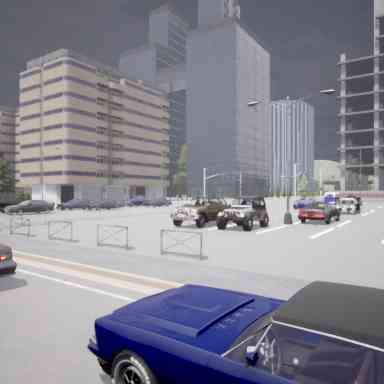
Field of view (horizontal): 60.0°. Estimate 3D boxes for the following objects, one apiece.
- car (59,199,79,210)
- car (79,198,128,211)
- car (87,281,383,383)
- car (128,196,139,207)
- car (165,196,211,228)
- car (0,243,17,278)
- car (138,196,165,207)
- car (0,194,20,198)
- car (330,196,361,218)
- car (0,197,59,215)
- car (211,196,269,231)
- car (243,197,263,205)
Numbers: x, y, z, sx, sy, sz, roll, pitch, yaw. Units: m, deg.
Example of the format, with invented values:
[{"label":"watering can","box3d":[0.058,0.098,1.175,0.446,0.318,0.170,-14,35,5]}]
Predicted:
[{"label":"car","box3d":[-14.522,1.547,42.513,2.033,1.411,5.357,0,0,34]},{"label":"car","box3d":[-10.954,1.547,41.538,2.033,1.411,5.357,0,0,34]},{"label":"car","box3d":[1.154,1.601,3.167,4.718,1.301,1.895,0,0,35]},{"label":"car","box3d":[-8.846,1.352,50.909,2.097,1.767,4.553,0,0,35]},{"label":"car","box3d":[0.675,1.153,20.922,1.932,1.855,4.605,0,0,34]},{"label":"car","box3d":[-6.692,1.547,8.682,5.357,1.411,2.033,0,0,35]},{"label":"car","box3d":[-5.162,1.547,50.154,2.033,1.411,5.357,0,0,34]},{"label":"car","box3d":[-20.232,1.222,34.003,2.150,2.045,5.566,0,0,34]},{"label":"car","box3d":[15.066,1.395,32.211,1.970,1.475,3.806,0,0,34]},{"label":"car","box3d":[-16.284,1.526,33.566,1.812,1.442,4.674,0,0,34]},{"label":"car","box3d":[3.042,1.156,19.256,1.905,1.878,3.866,0,0,34]},{"label":"car","box3d":[11.381,1.601,61.926,1.895,1.301,4.718,0,0,35]}]
